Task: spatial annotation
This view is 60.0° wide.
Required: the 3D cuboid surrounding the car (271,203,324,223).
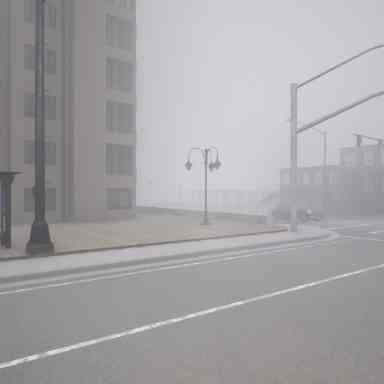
[{"bbox_3d":[9.141,1.744,29.119,2.097,1.767,4.553,1,-5,-36],"label":"car"}]
